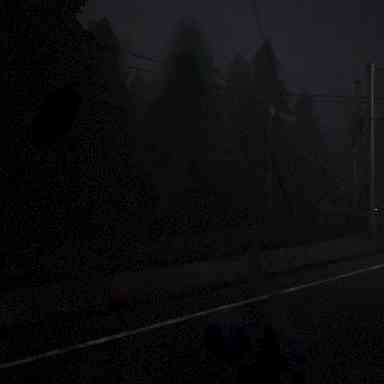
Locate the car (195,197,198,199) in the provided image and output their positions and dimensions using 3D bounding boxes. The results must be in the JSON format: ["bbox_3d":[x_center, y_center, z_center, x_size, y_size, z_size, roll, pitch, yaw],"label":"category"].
[{"bbox_3d":[0.393,1.505,64.919,4.892,1.490,1.837,0,0,29],"label":"car"}]

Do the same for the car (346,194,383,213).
[{"bbox_3d":[18.050,1.221,34.025,2.150,2.045,5.566,0,0,-6],"label":"car"}]
